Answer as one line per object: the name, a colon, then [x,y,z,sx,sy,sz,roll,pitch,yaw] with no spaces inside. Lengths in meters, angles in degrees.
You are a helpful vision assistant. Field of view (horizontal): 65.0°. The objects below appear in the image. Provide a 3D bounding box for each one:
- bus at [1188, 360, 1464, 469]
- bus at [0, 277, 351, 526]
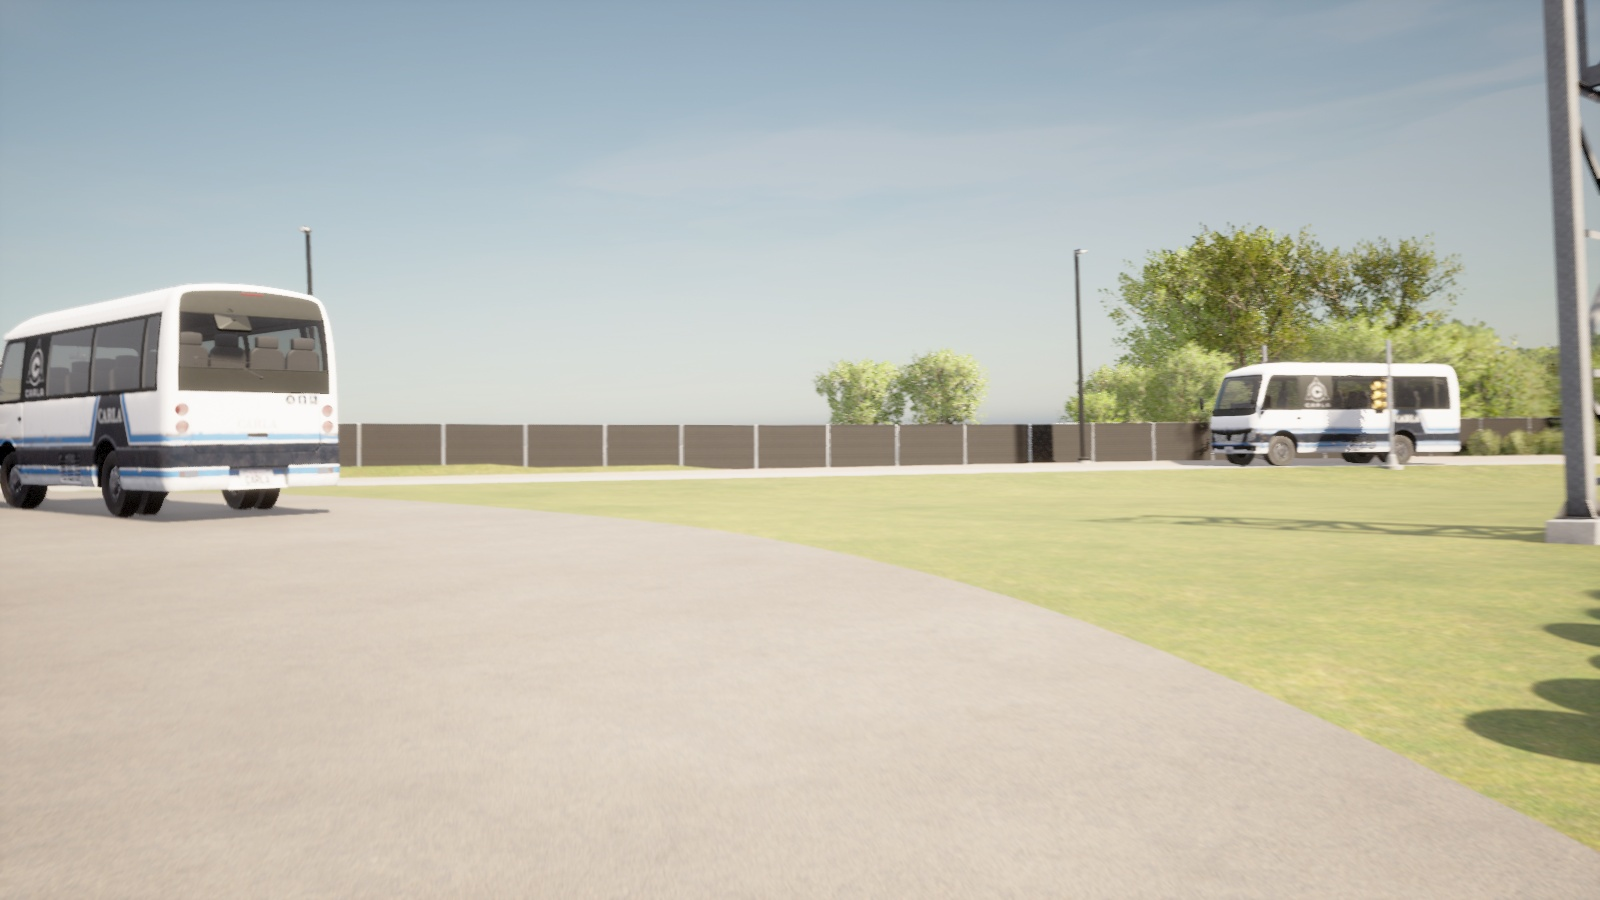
bus: [21.815,-1.450,52.265,10.273,4.253,3.944,0,0,-14]
bus: [-13.897,-0.844,26.394,10.273,4.253,3.944,0,1,42]
